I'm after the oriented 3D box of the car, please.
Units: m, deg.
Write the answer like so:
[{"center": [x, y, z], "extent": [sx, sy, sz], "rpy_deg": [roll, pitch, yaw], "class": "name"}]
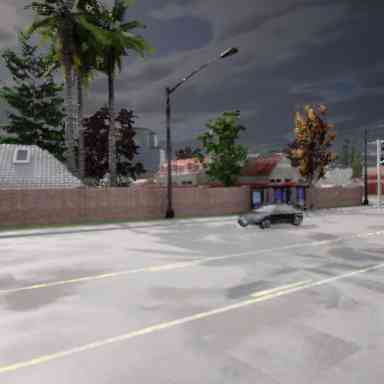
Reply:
[{"center": [4.914, 1.438, 20.388], "extent": [4.674, 1.442, 1.812], "rpy_deg": [0, 0, -35], "class": "car"}]
